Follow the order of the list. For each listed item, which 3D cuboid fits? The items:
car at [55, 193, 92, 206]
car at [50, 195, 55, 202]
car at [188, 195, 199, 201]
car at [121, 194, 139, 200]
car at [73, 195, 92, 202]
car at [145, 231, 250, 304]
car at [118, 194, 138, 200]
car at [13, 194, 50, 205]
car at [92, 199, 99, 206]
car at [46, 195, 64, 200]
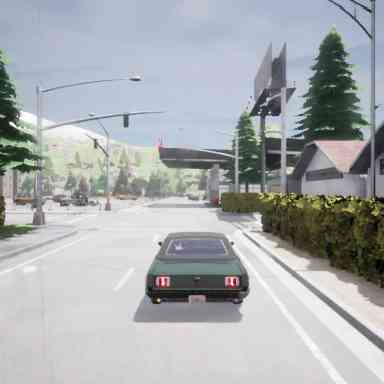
[{"bbox_3d":[-16.737,1.077,47.266,3.866,1.878,1.905,0,0,0],"label":"car"},{"bbox_3d":[-23.974,1.298,62.973,4.514,1.523,2.007,0,0,0],"label":"car"},{"bbox_3d":[0.269,1.539,85.591,2.033,1.411,5.357,0,0,-14],"label":"car"},{"bbox_3d":[-16.438,1.339,87.987,4.514,1.523,2.007,0,0,0],"label":"car"},{"bbox_3d":[-23.983,1.319,72.966,3.633,1.501,1.845,0,0,0],"label":"car"},{"bbox_3d":[0.101,1.601,8.075,1.895,1.301,4.718,0,0,0],"label":"car"},{"bbox_3d":[-16.370,1.330,84.851,5.027,1.636,2.152,0,0,0],"label":"car"},{"bbox_3d":[-24.622,1.097,50.513,4.605,1.855,1.932,0,0,0],"label":"car"},{"bbox_3d":[-16.143,1.361,50.594,3.806,1.475,1.970,0,0,0],"label":"car"},{"bbox_3d":[-35.036,1.384,84.902,3.806,1.475,1.970,0,0,0],"label":"car"}]
